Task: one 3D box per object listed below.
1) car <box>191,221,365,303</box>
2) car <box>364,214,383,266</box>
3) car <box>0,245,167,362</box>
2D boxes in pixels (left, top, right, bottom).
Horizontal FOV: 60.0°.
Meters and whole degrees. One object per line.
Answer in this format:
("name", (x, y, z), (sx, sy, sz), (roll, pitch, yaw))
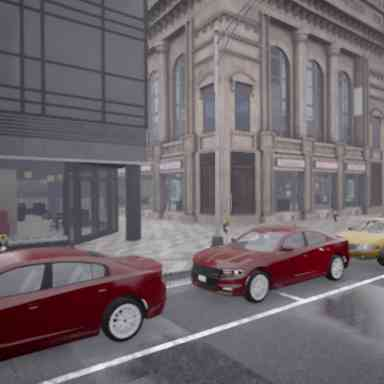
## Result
("car", (2.039, 1.506, 8.107), (4.507, 1.381, 1.887), (0, 0, -35))
("car", (6.462, 1.453, 11.262), (4.829, 1.417, 1.752), (0, 0, -35))
("car", (-2.521, 1.541, 4.854), (4.507, 1.381, 1.887), (0, 0, -36))
